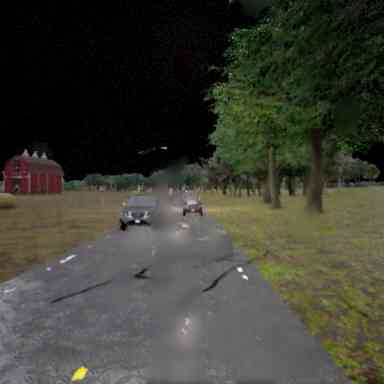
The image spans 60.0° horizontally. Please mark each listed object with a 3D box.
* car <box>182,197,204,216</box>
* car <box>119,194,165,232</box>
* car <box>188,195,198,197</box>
[{"bbox_3d":[0.097,1.454,31.851,1.812,1.442,4.674,0,-1,0],"label":"car"},{"bbox_3d":[-2.851,1.175,20.171,2.150,2.045,5.566,0,0,0],"label":"car"},{"bbox_3d":[0.096,1.249,45.226,2.097,1.767,4.553,0,0,0],"label":"car"}]
